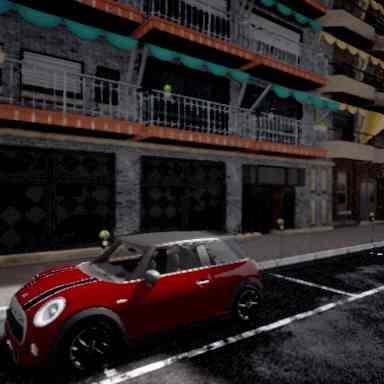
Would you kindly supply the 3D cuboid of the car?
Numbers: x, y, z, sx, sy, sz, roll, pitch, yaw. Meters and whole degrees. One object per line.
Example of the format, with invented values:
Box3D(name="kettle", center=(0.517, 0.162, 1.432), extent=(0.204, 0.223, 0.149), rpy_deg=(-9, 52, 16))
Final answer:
Box3D(name="car", center=(-0.770, 1.445, 5.541), extent=(4.097, 1.590, 1.967), rpy_deg=(0, 0, -35))
